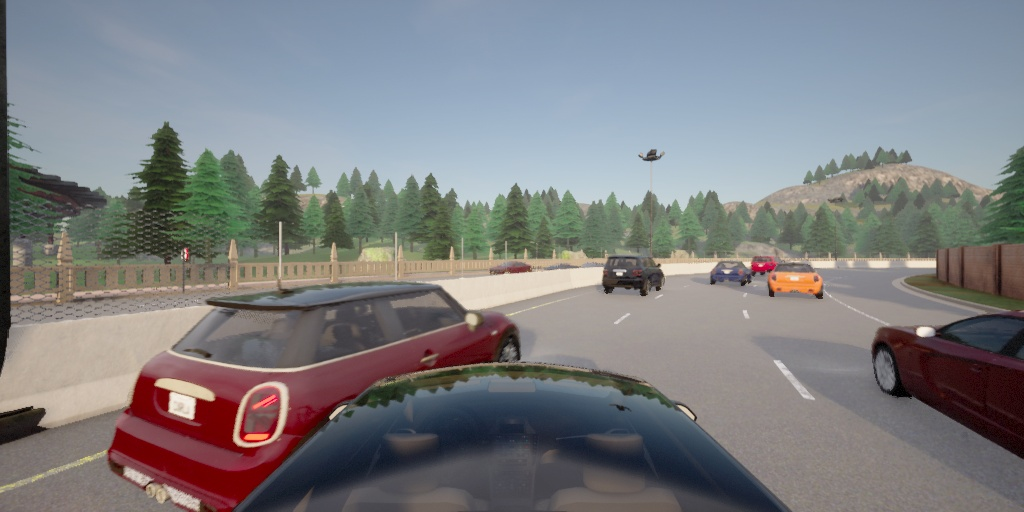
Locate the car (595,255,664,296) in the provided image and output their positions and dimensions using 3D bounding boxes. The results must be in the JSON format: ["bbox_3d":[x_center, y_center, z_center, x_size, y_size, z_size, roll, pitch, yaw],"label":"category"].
[{"bbox_3d":[6.779,0.979,19.786,2.150,2.045,5.566,0,0,34],"label":"car"}]

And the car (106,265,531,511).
[{"bbox_3d":[-1.540,1.099,4.536,2.097,1.767,4.553,0,0,23],"label":"car"}]

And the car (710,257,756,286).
[{"bbox_3d":[15.937,1.120,25.932,2.097,1.767,4.553,0,0,40],"label":"car"}]

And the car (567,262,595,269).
[{"bbox_3d":[7.184,1.283,32.183,1.812,1.442,4.674,0,0,40],"label":"car"}]

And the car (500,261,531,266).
[{"bbox_3d":[-0.132,1.226,34.250,1.882,1.535,5.008,0,0,38],"label":"car"}]

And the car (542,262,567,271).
[{"bbox_3d":[4.665,1.318,34.583,1.994,1.385,4.181,0,0,40],"label":"car"}]

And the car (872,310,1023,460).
[{"bbox_3d":[5.548,1.234,3.316,1.882,1.535,5.008,0,0,24],"label":"car"}]

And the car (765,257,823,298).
[{"bbox_3d":[14.686,1.119,18.763,2.097,1.767,4.553,0,0,36],"label":"car"}]

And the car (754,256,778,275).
[{"bbox_3d":[25.656,1.001,35.810,5.566,2.045,2.150,0,0,-41],"label":"car"}]
